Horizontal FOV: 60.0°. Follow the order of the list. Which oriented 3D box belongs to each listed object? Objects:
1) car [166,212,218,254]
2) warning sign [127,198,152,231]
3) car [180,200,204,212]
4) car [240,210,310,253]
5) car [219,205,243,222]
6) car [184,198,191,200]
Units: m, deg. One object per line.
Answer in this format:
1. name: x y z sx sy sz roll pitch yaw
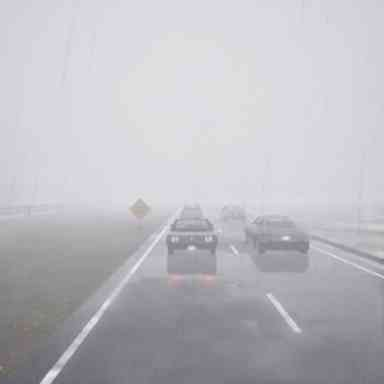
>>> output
1. car: -0.007 1.733 14.110 1.895 1.301 4.718 0 0 0
2. warning sign: -3.057 1.298 19.649 1.300 1.860 1.060 0 0 0
3. car: -0.014 1.763 29.303 2.128 1.511 4.902 0 0 0
4. car: 3.494 1.698 14.330 1.994 1.385 4.181 0 0 0
5. car: 3.483 1.815 28.995 2.033 1.411 5.357 0 0 0
6. car: -1.282 2.373 89.651 1.812 1.442 4.674 0 -1 0
